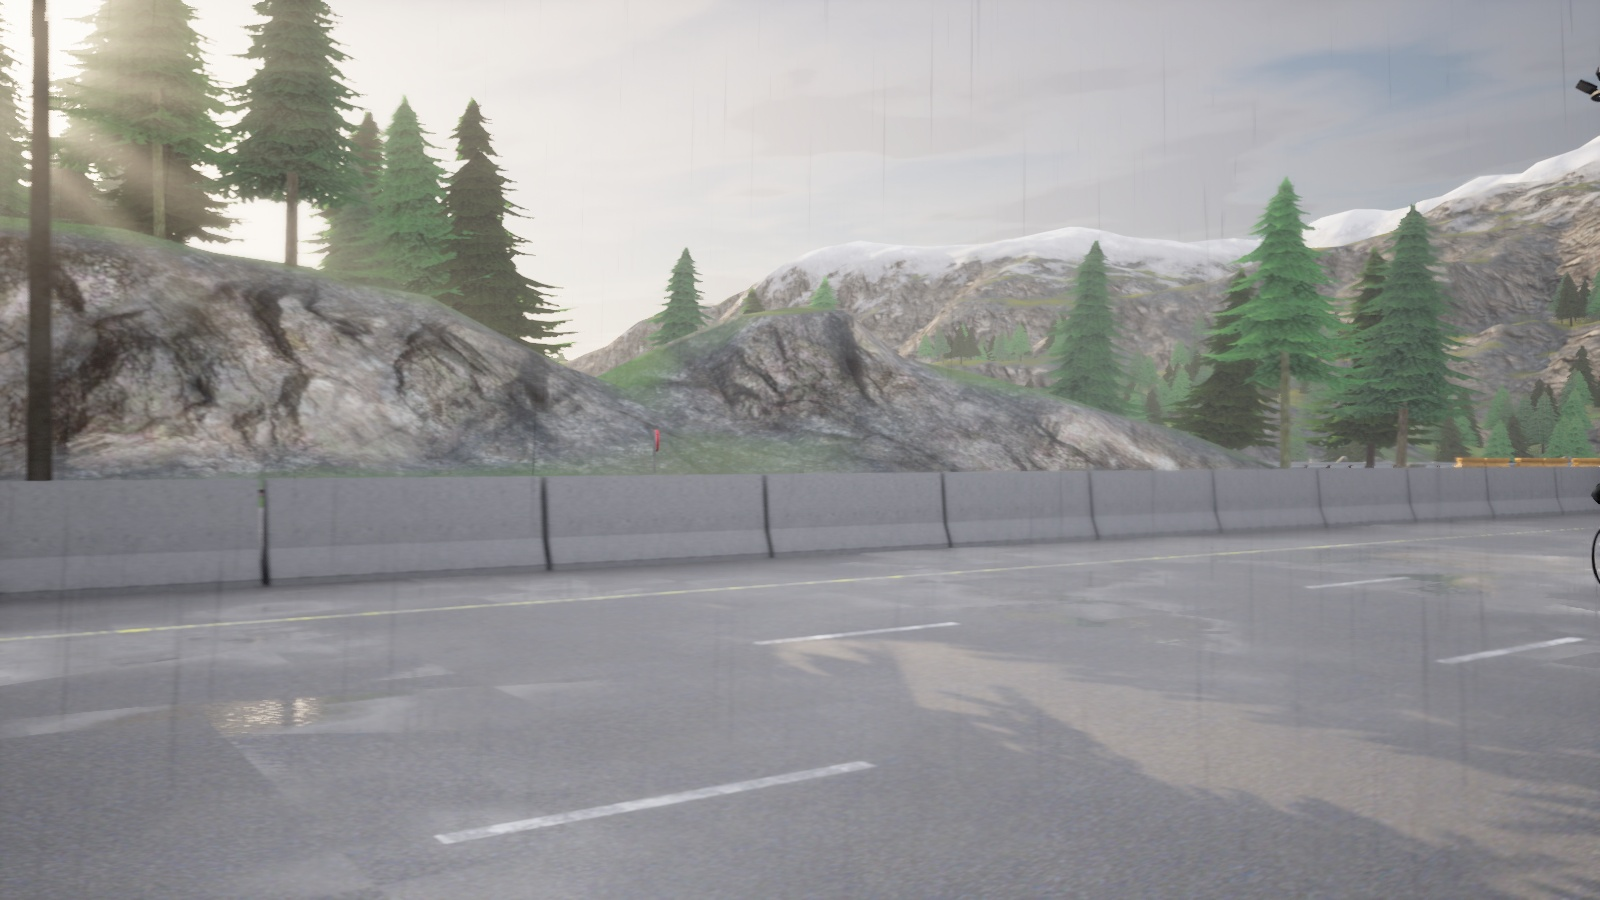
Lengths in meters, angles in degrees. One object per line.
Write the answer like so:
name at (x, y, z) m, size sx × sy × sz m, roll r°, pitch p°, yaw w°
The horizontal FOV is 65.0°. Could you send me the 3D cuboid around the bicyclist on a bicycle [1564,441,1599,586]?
bicyclist on a bicycle at (9.582, 0.713, 14.592) m, size 1.656 × 1.620 × 0.582 m, roll 0°, pitch 0°, yaw -35°
